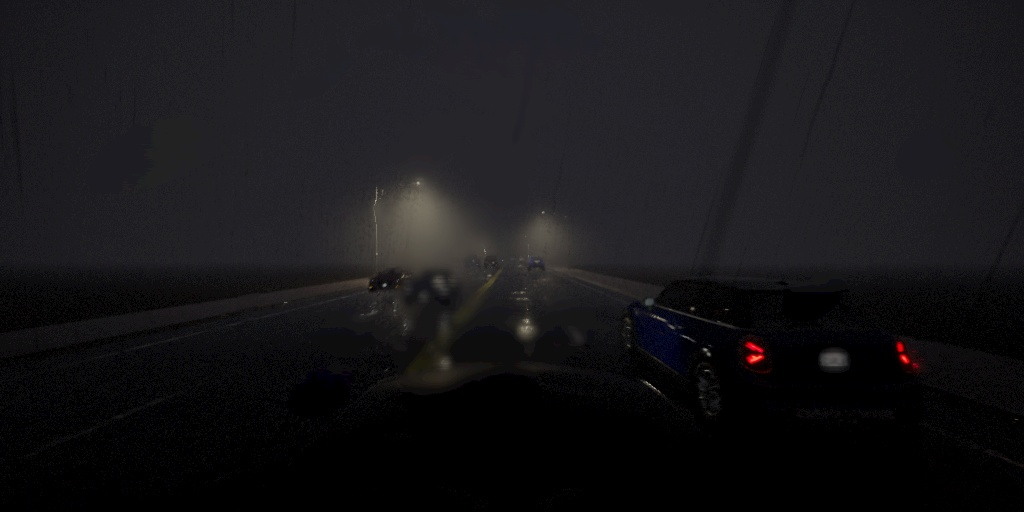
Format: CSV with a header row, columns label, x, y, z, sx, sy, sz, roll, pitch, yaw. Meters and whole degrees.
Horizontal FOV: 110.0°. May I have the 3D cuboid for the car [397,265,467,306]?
label,x,y,z,sx,sy,sz,roll,pitch,yaw
car,-3.343,1.275,15.938,1.812,1.442,4.674,0,0,0

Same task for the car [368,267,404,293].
label,x,y,z,sx,sy,sz,roll,pitch,yaw
car,-6.589,1.313,20.516,1.994,1.385,4.181,0,0,0

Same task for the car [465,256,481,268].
label,x,y,z,sx,sy,sz,roll,pitch,yaw
car,-6.513,0.964,60.772,2.150,2.045,5.566,0,0,1

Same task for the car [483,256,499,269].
label,x,y,z,sx,sy,sz,roll,pitch,yaw
car,-3.274,0.953,56.945,2.150,2.045,5.566,0,0,1

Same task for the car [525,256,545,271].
label,x,y,z,sx,sy,sz,roll,pitch,yaw
car,3.259,0.958,49.166,2.150,2.045,5.566,0,0,0

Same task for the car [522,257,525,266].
label,x,y,z,sx,sy,sz,roll,pitch,yaw
car,3.261,1.224,60.136,2.128,1.511,4.902,0,0,0

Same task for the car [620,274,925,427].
label,x,y,z,sx,sy,sz,roll,pitch,yaw
car,3.350,1.102,5.844,2.097,1.767,4.553,0,0,0
